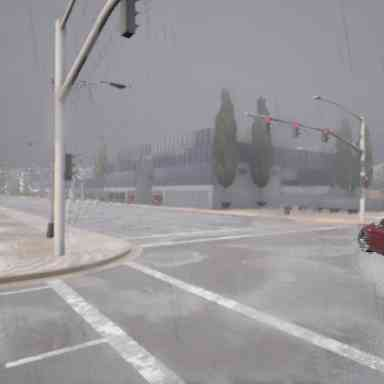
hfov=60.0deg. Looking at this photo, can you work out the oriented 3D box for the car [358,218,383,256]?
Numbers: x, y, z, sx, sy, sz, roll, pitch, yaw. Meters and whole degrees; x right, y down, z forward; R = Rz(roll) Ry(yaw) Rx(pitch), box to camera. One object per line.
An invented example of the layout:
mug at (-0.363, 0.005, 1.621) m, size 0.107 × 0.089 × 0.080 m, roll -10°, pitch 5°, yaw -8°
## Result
car at (7.294, 1.403, 10.998) m, size 2.097 × 1.767 × 4.553 m, roll 0°, pitch 0°, yaw 8°
